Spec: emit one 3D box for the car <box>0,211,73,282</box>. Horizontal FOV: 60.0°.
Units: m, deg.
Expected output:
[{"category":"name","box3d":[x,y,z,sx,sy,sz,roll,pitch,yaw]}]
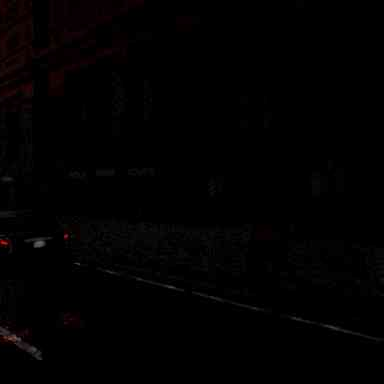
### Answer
[{"category":"car","box3d":[-5.500,1.340,9.791,4.553,1.767,2.097,0,0,40]}]
